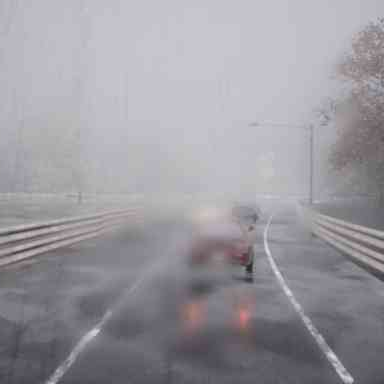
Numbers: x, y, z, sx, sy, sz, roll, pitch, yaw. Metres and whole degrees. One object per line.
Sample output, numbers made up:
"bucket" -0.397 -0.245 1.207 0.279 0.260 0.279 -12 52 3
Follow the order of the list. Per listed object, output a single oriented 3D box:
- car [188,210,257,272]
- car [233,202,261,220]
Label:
"car" 1.021 1.528 10.778 1.812 1.442 4.674 0 0 8
"car" 4.219 1.526 25.722 2.128 1.511 4.902 0 0 15
